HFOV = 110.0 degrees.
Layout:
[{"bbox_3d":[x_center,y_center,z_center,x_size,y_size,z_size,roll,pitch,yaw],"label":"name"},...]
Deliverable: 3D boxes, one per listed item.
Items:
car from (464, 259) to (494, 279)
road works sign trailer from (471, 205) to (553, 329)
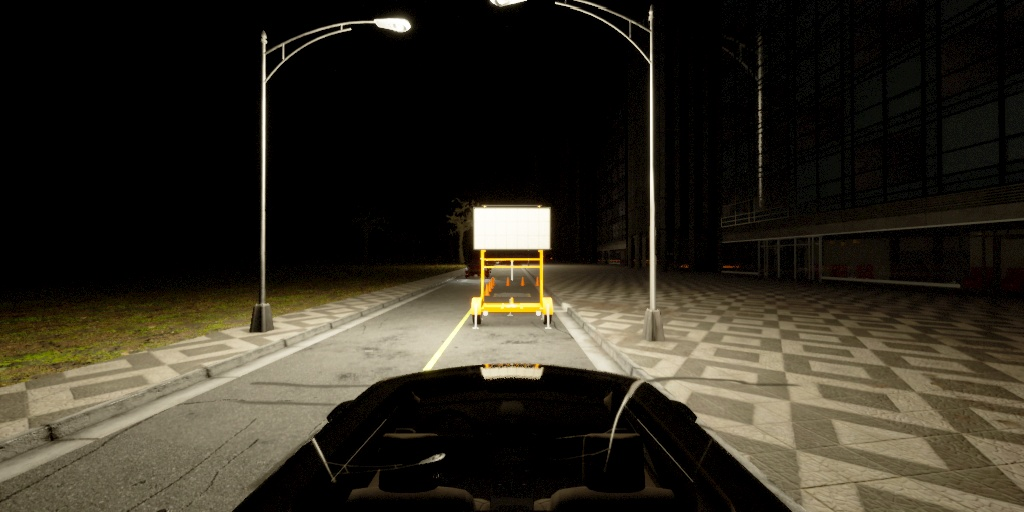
[{"bbox_3d":[-3.096,1.112,33.006,2.097,1.767,4.553,0,0,0],"label":"car"},{"bbox_3d":[0.001,0.216,11.229,2.380,3.560,2.880,0,0,0],"label":"road works sign trailer"}]
